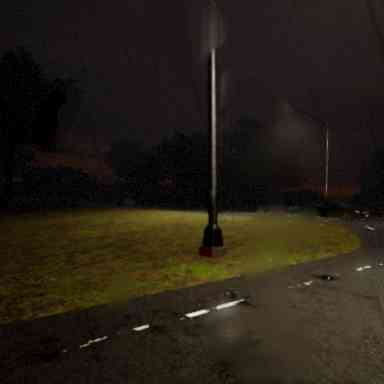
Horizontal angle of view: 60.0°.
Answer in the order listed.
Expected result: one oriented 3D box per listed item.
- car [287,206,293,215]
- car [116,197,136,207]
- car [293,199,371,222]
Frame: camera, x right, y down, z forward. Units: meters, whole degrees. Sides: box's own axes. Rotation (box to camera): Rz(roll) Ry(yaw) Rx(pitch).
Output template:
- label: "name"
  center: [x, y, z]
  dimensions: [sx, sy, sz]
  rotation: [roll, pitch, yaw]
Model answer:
- label: "car"
  center: [11.667, 1.612, 31.761]
  dimensions: [2.033, 1.411, 5.357]
  rotation: [3, -2, -35]
- label: "car"
  center: [-10.162, 1.534, 50.837]
  dimensions: [1.812, 1.442, 4.674]
  rotation: [3, -2, -35]
- label: "car"
  center: [9.564, 1.217, 22.547]
  dimensions: [1.812, 1.442, 4.674]
  rotation: [3, -2, -35]
